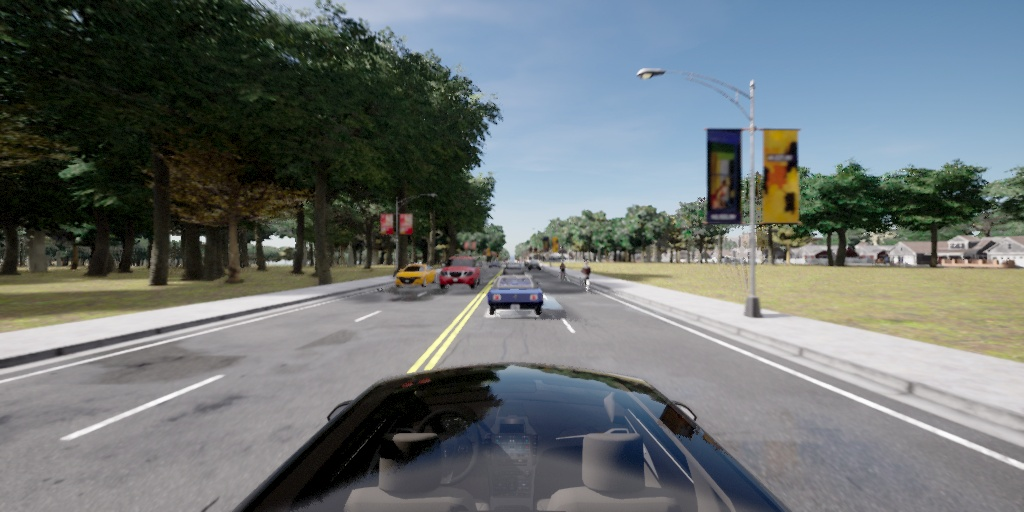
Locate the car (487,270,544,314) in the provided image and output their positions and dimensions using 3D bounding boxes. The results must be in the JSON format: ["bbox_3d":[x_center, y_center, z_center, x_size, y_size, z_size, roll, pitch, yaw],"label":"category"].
[{"bbox_3d":[0.117,1.393,13.980,1.895,1.301,4.718,0,0,0],"label":"car"}]

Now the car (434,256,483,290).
[{"bbox_3d":[-3.314,1.047,23.780,2.150,2.045,5.566,0,0,0],"label":"car"}]

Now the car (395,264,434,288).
[{"bbox_3d":[-6.563,1.304,24.966,1.882,1.535,5.008,0,0,0],"label":"car"}]

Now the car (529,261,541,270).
[{"bbox_3d":[3.443,1.504,56.492,1.812,1.442,4.674,0,0,0],"label":"car"}]

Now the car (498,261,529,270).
[{"bbox_3d":[0.148,1.354,32.033,2.128,1.511,4.902,0,0,0],"label":"car"}]

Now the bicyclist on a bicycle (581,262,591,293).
[{"bbox_3d":[4.171,1.191,20.330,0.659,1.776,1.843,0,0,0],"label":"bicyclist on a bicycle"}]

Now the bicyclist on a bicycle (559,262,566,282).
[{"bbox_3d":[4.187,1.310,29.566,0.582,1.620,1.656,0,-1,0],"label":"bicyclist on a bicycle"}]
